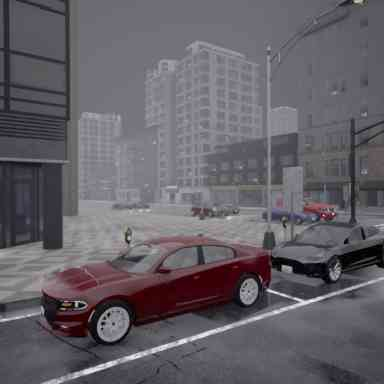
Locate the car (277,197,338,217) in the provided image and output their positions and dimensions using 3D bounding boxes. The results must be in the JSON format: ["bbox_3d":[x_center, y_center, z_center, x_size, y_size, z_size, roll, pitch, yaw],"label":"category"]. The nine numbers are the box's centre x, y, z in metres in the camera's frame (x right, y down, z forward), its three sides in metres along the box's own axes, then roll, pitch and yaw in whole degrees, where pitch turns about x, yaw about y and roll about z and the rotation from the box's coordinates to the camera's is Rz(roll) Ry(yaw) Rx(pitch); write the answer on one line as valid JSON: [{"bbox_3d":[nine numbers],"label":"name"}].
[{"bbox_3d":[9.795,1.457,29.113,2.150,2.045,5.566,0,-1,-35],"label":"car"}]

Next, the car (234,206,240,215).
[{"bbox_3d":[3.415,1.880,38.129,1.837,1.490,4.892,0,0,-35],"label":"car"}]

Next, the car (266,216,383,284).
[{"bbox_3d":[4.159,1.564,9.619,4.313,1.339,1.947,0,0,-36],"label":"car"}]

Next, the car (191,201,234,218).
[{"bbox_3d":[1.813,1.723,34.773,2.097,1.767,4.553,0,-1,-35],"label":"car"}]

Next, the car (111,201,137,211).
[{"bbox_3d":[-11.242,2.187,53.351,2.033,1.411,5.357,0,0,-35],"label":"car"}]

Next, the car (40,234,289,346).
[{"bbox_3d":[-0.436,1.544,6.342,4.507,1.381,1.887,0,0,-36],"label":"car"}]

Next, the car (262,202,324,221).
[{"bbox_3d":[7.653,1.766,26.517,1.812,1.442,4.674,0,-1,-35],"label":"car"}]

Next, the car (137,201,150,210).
[{"bbox_3d":[-8.963,2.177,55.767,2.033,1.411,5.357,0,0,-35],"label":"car"}]
